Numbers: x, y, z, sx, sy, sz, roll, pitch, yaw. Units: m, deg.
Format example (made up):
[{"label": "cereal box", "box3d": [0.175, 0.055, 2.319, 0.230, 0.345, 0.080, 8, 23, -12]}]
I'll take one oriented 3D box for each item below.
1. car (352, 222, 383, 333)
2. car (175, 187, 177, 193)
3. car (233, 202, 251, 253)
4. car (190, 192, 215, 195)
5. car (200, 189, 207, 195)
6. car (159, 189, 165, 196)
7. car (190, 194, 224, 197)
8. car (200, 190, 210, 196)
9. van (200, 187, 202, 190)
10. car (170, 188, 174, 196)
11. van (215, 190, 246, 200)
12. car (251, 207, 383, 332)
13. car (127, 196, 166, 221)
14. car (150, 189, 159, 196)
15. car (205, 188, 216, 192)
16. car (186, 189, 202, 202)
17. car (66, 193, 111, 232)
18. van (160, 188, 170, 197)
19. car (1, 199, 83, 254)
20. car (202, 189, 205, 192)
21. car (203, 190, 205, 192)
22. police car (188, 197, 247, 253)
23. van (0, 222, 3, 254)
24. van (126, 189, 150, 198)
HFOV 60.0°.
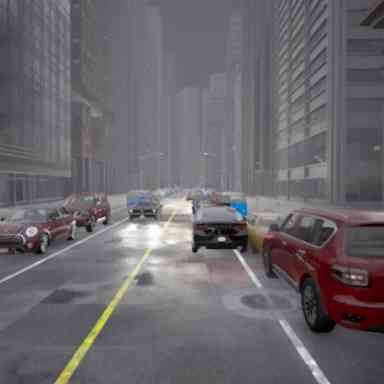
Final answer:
[{"label": "car", "box3d": [2.765, 1.297, 0.895, 2.192, 1.841, 5.009, 0, 1, 0]}, {"label": "car", "box3d": [-5.640, -0.082, 90.466, 1.752, 1.417, 4.829, 0, 1, 0]}, {"label": "car", "box3d": [2.780, 1.303, 12.286, 1.752, 1.417, 4.829, 0, 1, 0]}, {"label": "car", "box3d": [0.939, 1.010, 28.677, 1.812, 1.442, 4.674, 0, 1, 0]}, {"label": "car", "box3d": [2.878, 0.010, 85.193, 1.752, 1.417, 4.829, 0, 1, 0]}, {"label": "car", "box3d": [-5.692, 0.629, 51.376, 2.008, 1.369, 4.403, 0, 1, 0]}, {"label": "car", "box3d": [0.931, 1.117, 22.678, 1.812, 1.442, 4.674, 0, 1, 0]}, {"label": "car", "box3d": [2.863, 0.251, 73.807, 1.947, 1.339, 4.313, 0, 1, 0]}, {"label": "van", "box3d": [2.848, 0.224, 62.587, 1.690, 1.788, 3.998, 0, 1, 0]}, {"label": "car", "box3d": [-5.662, 0.122, 73.809, 1.967, 1.590, 4.097, 0, 1, 0]}, {"label": "van", "box3d": [2.795, 0.921, 23.329, 1.690, 1.788, 3.998, 0, 1, 0]}, {"label": "car", "box3d": [2.773, 1.196, 6.504, 2.192, 1.841, 5.009, 0, 1, 0]}, {"label": "car", "box3d": [-3.068, 1.188, 22.815, 1.895, 1.301, 4.718, 0, 1, 0]}, {"label": "car", "box3d": [-5.707, 0.592, 40.155, 2.192, 1.841, 5.009, 0, 1, 0]}, {"label": "car", "box3d": [2.811, 0.695, 34.545, 2.192, 1.841, 5.009, 0, 1, 0]}, {"label": "car", "box3d": [0.066, 0.681, 48.345, 2.033, 1.411, 5.357, 0, 1, 0]}, {"label": "car", "box3d": [-5.737, 0.992, 17.720, 2.192, 1.841, 5.009, 0, 1, 0]}, {"label": "van", "box3d": [-5.677, 0.221, 62.590, 1.690, 1.788, 3.998, 0, 1, 0]}, {"label": "car", "box3d": [-5.745, 1.218, 12.114, 1.967, 1.590, 4.097, 0, 1, 0]}, {"label": "car", "box3d": [2.833, 0.521, 51.372, 1.967, 1.590, 4.097, 0, 1, 0]}, {"label": "car", "box3d": [2.825, 0.725, 45.766, 1.887, 1.381, 4.507, 0, 1, 0]}, {"label": "police car", "box3d": [0.918, 1.194, 12.788, 1.930, 1.638, 5.238, 0, 1, 0]}, {"label": "van", "box3d": [-5.752, 1.219, 6.504, 1.690, 1.788, 3.998, 0, 1, 0]}, {"label": "van", "box3d": [-5.715, 0.718, 34.547, 1.690, 1.788, 3.998, 0, 1, 0]}]
